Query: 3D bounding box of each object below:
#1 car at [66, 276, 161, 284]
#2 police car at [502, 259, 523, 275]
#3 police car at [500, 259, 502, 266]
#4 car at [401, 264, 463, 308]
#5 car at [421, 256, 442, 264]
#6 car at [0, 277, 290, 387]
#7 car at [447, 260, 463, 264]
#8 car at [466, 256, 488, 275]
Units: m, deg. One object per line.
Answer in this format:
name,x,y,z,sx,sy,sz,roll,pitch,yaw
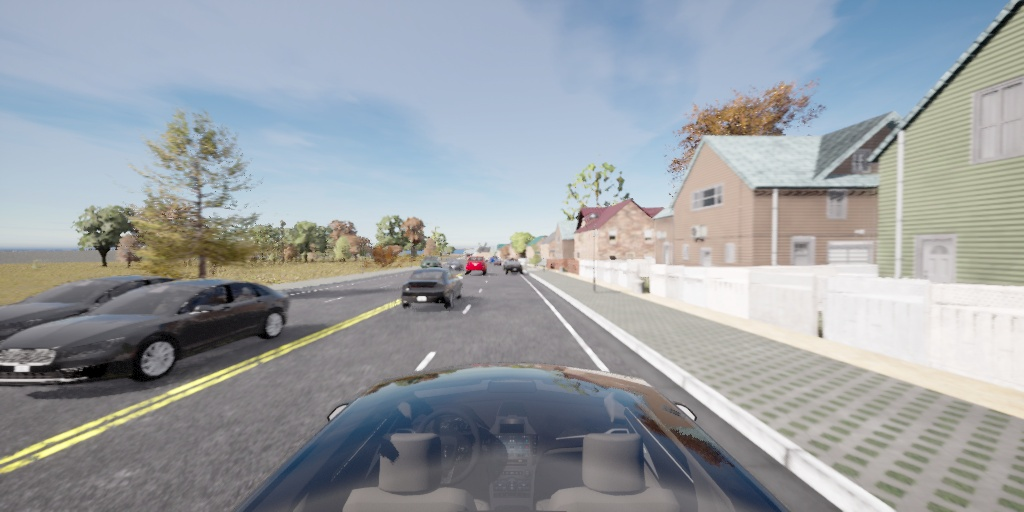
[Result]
car,-9.885,1.276,8.824,1.837,1.490,4.892,0,0,0
police car,0.190,1.194,39.980,1.930,1.638,5.238,0,0,-2
police car,-0.284,1.203,50.036,1.930,1.638,5.238,0,0,-3
car,-3.252,1.266,15.216,1.837,1.490,4.892,0,0,-1
car,-11.058,1.031,49.367,2.150,2.045,5.566,0,0,-2
car,-6.623,1.268,7.264,1.837,1.490,4.892,0,0,0
car,-7.804,1.291,49.430,2.128,1.511,4.902,0,0,-2
car,-3.957,1.001,40.443,2.150,2.045,5.566,0,0,-3
